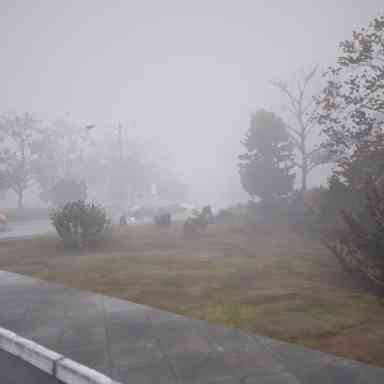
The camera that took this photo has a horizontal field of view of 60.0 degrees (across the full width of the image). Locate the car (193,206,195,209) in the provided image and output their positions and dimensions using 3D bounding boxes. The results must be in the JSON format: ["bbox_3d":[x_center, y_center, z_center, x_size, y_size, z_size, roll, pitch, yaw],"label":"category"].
[{"bbox_3d":[-1.310,2.453,50.485,1.812,1.442,4.674,-3,-2,33],"label":"car"}]

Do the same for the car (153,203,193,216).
[{"bbox_3d":[-2.360,2.221,41.916,1.837,1.490,4.892,-3,-2,32],"label":"car"}]

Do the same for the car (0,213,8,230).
[{"bbox_3d":[-17.024,2.160,25.844,2.097,1.767,4.553,-3,-2,33],"label":"car"}]

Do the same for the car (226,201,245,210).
[{"bbox_3d":[7.052,2.197,50.349,2.033,1.411,5.357,-3,-2,32],"label":"car"}]

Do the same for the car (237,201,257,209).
[{"bbox_3d":[10.371,2.406,62.128,1.837,1.490,4.892,-3,-4,33],"label":"car"}]

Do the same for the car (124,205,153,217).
[{"bbox_3d":[-6.604,2.391,42.069,1.812,1.442,4.674,-3,-2,32],"label":"car"}]
